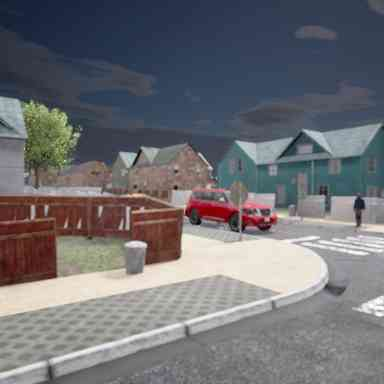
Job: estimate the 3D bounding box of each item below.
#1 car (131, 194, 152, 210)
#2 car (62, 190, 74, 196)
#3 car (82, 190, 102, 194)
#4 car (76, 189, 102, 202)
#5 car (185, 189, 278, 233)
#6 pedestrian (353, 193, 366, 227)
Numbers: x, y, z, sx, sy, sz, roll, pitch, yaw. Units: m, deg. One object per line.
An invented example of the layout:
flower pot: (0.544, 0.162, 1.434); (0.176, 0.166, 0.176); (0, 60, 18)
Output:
car: (-3.961, 0.902, 25.724); (1.882, 1.535, 5.008); (1, 1, -36)
car: (-15.978, 0.474, 42.609); (1.837, 1.490, 4.892); (1, 1, -35)
car: (-9.972, 0.722, 34.131); (1.812, 1.442, 4.674); (1, 1, -35)
car: (-13.950, 0.467, 44.667); (1.882, 1.535, 5.008); (1, 1, -35)
car: (1.866, 0.869, 17.602); (2.150, 2.045, 5.566); (1, 1, -36)
pedestrian: (8.923, 0.941, 17.799); (0.375, 1.860, 0.375); (2, -1, -36)
